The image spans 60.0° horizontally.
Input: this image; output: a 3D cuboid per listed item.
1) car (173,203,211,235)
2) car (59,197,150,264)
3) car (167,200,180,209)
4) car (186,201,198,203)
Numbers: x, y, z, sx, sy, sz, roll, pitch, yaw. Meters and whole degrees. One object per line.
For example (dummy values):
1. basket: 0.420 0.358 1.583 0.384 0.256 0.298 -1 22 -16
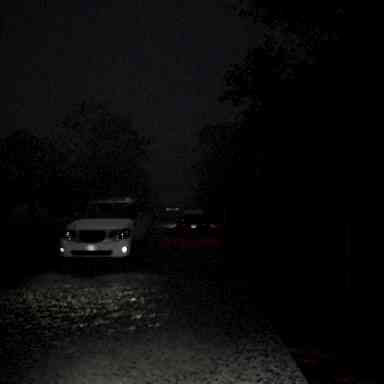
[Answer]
1. car: 0.071 1.557 19.024 1.812 1.442 4.674 0 0 0
2. car: -2.867 1.235 12.201 2.150 2.045 5.566 0 0 0
3. car: -3.035 2.001 55.446 2.128 1.511 4.902 0 -1 0
4. car: -0.003 1.734 37.178 2.033 1.411 5.357 0 -1 0
